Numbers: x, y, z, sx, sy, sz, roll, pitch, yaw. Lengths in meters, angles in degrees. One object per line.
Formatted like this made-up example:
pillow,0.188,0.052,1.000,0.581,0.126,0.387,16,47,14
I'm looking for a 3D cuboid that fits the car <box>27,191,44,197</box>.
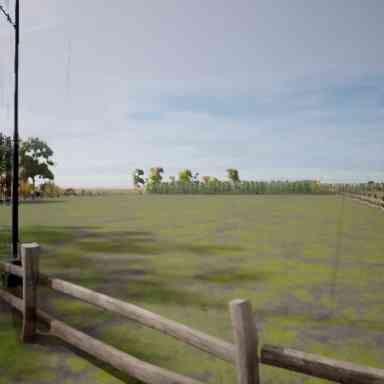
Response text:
car,-36.816,0.543,78.415,1.812,1.442,4.674,1,1,7
